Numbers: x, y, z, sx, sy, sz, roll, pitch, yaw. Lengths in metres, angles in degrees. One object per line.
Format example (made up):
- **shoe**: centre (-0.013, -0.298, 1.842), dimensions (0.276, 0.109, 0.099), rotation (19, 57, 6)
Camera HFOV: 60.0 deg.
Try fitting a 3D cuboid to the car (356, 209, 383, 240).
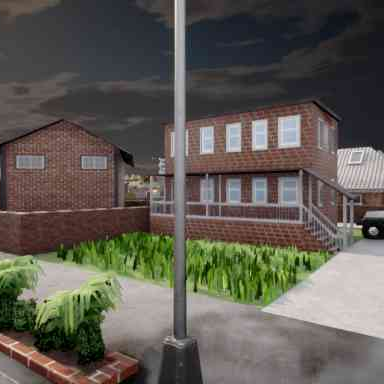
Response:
- **car**: centre (8.470, 0.973, 12.606), dimensions (3.866, 1.878, 1.905), rotation (0, 0, 36)
